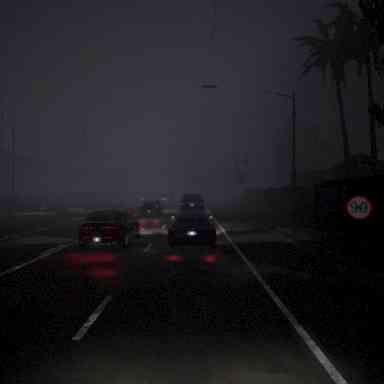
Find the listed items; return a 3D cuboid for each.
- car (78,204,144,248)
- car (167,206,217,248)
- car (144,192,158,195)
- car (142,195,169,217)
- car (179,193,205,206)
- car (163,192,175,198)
[{"bbox_3d":[-3.500,1.482,14.647,1.837,1.490,4.892,0,0,0],"label":"car"},{"bbox_3d":[0.000,1.539,14.647,1.994,1.385,4.181,0,0,0],"label":"car"},{"bbox_3d":[-9.957,0.784,79.903,1.882,1.535,5.008,0,1,19],"label":"car"},{"bbox_3d":[-3.500,1.340,29.646,2.128,1.511,4.902,0,1,0],"label":"car"},{"bbox_3d":[0.000,1.102,29.674,2.150,2.045,5.566,0,1,0],"label":"car"},{"bbox_3d":[-5.785,0.806,80.880,1.994,1.385,4.181,0,1,22],"label":"car"}]
